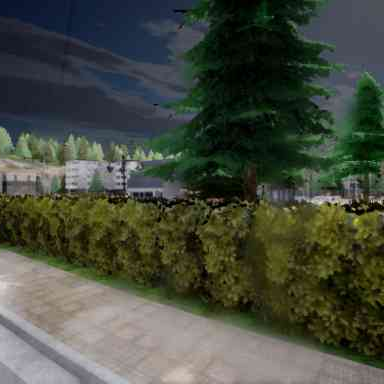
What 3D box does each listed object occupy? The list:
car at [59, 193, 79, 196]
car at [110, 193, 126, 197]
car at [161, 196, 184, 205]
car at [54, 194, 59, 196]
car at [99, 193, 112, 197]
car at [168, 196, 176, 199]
[{"bbox_3d":[-28.351,1.151,79.501,2.152,1.636,5.027,0,0,43],"label":"car"},{"bbox_3d":[-10.566,1.383,52.768,1.970,1.475,3.806,0,0,43],"label":"car"},{"bbox_3d":[-3.296,1.373,56.098,1.845,1.501,3.633,0,0,43],"label":"car"},{"bbox_3d":[-33.228,1.230,83.685,1.970,1.475,3.806,0,0,43],"label":"car"},{"bbox_3d":[-16.680,1.096,68.992,1.932,1.855,4.605,0,0,43],"label":"car"},{"bbox_3d":[-0.349,1.351,33.510,2.097,1.767,4.553,0,0,43],"label":"car"}]
